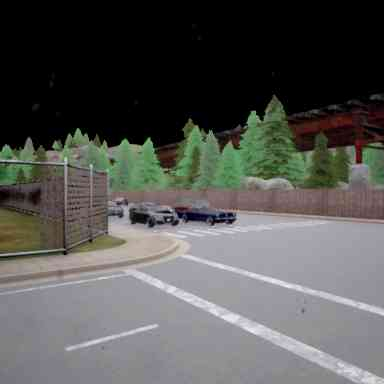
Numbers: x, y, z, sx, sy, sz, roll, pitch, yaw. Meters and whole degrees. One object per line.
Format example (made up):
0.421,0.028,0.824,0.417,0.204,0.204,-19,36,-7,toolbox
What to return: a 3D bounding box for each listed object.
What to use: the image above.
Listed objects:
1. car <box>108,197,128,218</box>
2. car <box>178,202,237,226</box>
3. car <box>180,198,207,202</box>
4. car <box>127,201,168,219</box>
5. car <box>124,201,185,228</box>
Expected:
-7.640,1.502,29.324,1.837,1.490,4.892,0,0,-36,car
0.966,1.596,23.382,1.895,1.301,4.718,0,0,-36,car
-0.196,1.346,31.321,2.097,1.767,4.553,0,0,-36,car
-4.176,1.560,30.507,1.994,1.385,4.181,0,0,-36,car
-2.623,1.560,22.377,1.994,1.385,4.181,0,0,-36,car
